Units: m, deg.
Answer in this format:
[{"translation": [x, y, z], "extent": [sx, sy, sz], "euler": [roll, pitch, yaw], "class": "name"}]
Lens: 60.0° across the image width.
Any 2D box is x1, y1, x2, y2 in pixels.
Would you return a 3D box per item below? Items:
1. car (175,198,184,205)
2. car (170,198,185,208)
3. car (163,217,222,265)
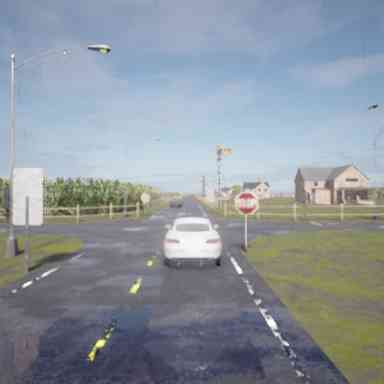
[{"translation": [-2.613, 2.034, 71.239], "extent": [1.812, 1.442, 4.674], "euler": [0, 0, 0], "class": "car"}, {"translation": [-2.699, 1.879, 56.179], "extent": [1.882, 1.535, 5.008], "euler": [0, 0, 1], "class": "car"}, {"translation": [0.004, 1.605, 11.906], "extent": [1.812, 1.442, 4.674], "euler": [0, 0, 0], "class": "car"}]
